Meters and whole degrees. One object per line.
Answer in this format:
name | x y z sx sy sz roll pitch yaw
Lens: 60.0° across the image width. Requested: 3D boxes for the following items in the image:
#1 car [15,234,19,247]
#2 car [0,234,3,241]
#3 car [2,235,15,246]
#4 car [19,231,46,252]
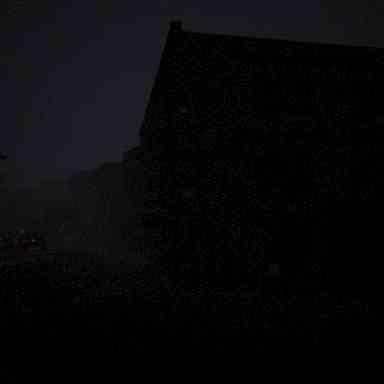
car | -23.743 6.926 48.177 2.150 2.045 5.566 0 -6 -34
car | -36.685 8.739 62.883 4.892 1.490 1.837 -5 -4 43
car | -29.466 7.964 55.616 2.097 1.767 4.553 0 -5 -45
car | -17.652 5.487 37.256 2.150 2.045 5.566 -1 -6 -24
